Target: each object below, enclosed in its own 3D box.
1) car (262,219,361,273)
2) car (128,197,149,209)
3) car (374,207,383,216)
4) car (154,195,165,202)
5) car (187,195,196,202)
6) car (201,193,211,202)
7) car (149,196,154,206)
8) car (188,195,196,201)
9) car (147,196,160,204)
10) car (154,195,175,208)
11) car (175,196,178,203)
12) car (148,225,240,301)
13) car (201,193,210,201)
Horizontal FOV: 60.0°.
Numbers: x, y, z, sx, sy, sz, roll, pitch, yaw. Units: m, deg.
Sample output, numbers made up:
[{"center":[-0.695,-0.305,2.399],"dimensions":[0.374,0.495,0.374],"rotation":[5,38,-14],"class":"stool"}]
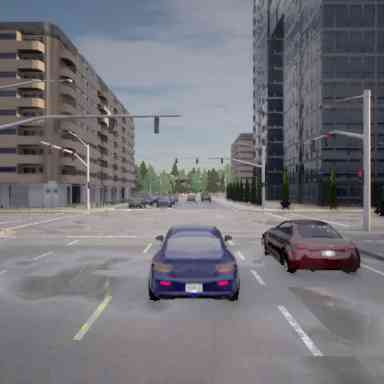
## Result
[{"center":[3.556,1.564,10.654],"dimensions":[1.994,1.385,4.181],"rotation":[0,0,0],"class":"car"},{"center":[-7.503,1.505,45.970],"dimensions":[1.837,1.490,4.892],"rotation":[0,0,1],"class":"car"},{"center":[19.456,1.656,30.628],"dimensions":[4.718,1.301,1.895],"rotation":[0,0,0],"class":"car"},{"center":[-7.194,1.496,74.038],"dimensions":[1.837,1.490,4.892],"rotation":[0,0,1],"class":"car"},{"center":[-0.157,1.540,77.379],"dimensions":[2.033,1.411,5.357],"rotation":[0,0,1],"class":"car"},{"center":[3.344,1.355,77.587],"dimensions":[2.097,1.767,4.553],"rotation":[0,0,1],"class":"car"},{"center":[-7.465,1.564,54.864],"dimensions":[1.994,1.385,4.181],"rotation":[0,0,2],"class":"car"},{"center":[-0.048,1.525,87.723],"dimensions":[2.128,1.511,4.902],"rotation":[0,0,1],"class":"car"},{"center":[-7.354,1.478,63.680],"dimensions":[1.882,1.535,5.008],"rotation":[0,0,1],"class":"car"},{"center":[-3.993,1.352,48.931],"dimensions":[2.097,1.767,4.553],"rotation":[0,0,0],"class":"car"},{"center":[-3.939,1.526,58.418],"dimensions":[1.812,1.442,4.674],"rotation":[0,0,1],"class":"car"},{"center":[0.047,1.526,8.176],"dimensions":[1.812,1.442,4.674],"rotation":[0,0,0],"class":"car"},{"center":[3.453,1.225,87.750],"dimensions":[2.150,2.045,5.566],"rotation":[0,0,1],"class":"car"}]
